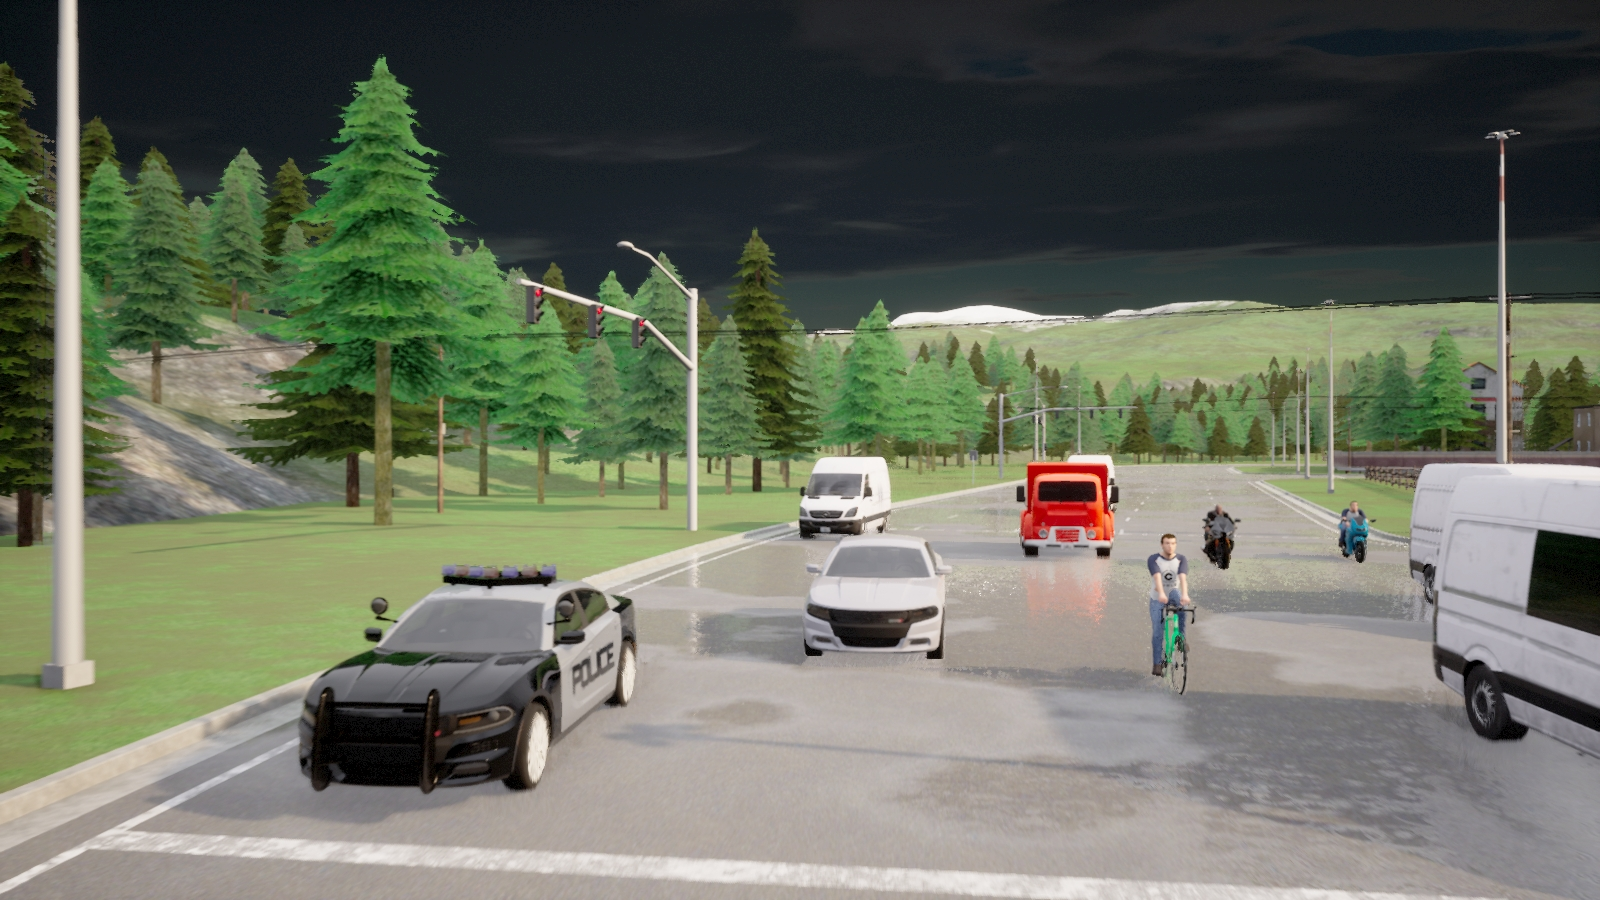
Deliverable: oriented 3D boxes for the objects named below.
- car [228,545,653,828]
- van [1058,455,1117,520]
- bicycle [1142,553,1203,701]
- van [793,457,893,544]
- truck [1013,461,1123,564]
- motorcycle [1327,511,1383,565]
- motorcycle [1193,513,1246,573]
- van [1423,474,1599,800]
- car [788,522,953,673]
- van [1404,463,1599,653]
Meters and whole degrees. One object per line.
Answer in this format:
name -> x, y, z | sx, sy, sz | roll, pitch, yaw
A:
car -> -3.042, 1.975, 11.144 | 2.097, 1.638, 5.238 | 0, 0, 5
van -> 12.345, 1.510, 48.794 | 1.988, 2.561, 5.915 | 0, 0, 19
bicycle -> 4.399, 2.049, 13.573 | 0.373, 1.496, 1.643 | 0, 0, 7
van -> 1.518, 1.516, 37.080 | 1.988, 2.561, 5.915 | 0, 0, 15
truck -> 7.156, 1.555, 30.661 | 2.627, 2.467, 5.204 | 0, 0, 13
motorcycle -> 13.863, 2.173, 28.592 | 0.803, 1.199, 2.033 | 0, 0, 13
motorcycle -> 9.982, 2.192, 27.287 | 0.867, 1.251, 2.209 | 0, 0, 12
van -> 7.432, 1.530, 9.242 | 1.988, 2.561, 5.915 | 0, 0, 5
car -> 1.212, 2.025, 17.006 | 2.097, 1.535, 5.006 | 0, 1, 7
van -> 12.015, 1.526, 18.645 | 1.988, 2.561, 5.915 | 0, 0, 9
